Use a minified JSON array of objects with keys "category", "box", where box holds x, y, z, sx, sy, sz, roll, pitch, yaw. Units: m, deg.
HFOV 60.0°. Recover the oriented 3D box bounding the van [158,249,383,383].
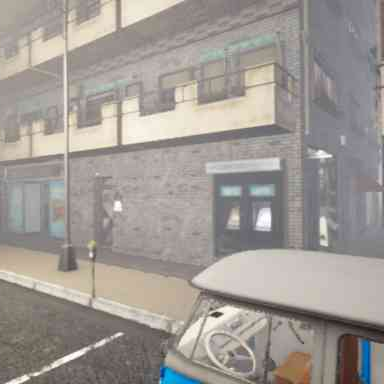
[{"category":"van","box":[1.590,1.343,1.717,3.998,1.788,1.690,0,-1,35]}]
